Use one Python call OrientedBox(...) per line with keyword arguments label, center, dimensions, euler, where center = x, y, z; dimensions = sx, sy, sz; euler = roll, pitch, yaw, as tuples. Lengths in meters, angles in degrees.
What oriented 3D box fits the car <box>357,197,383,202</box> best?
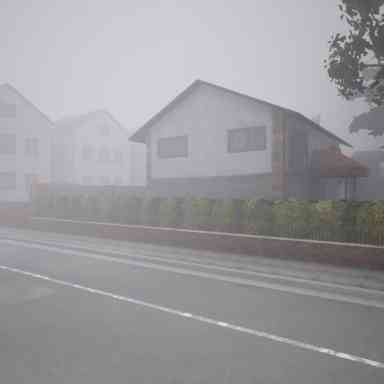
OrientedBox(label="car", center=(14.618, 1.168, 25.879), dimensions=(3.806, 1.475, 1.970), euler=(0, 0, 35))
